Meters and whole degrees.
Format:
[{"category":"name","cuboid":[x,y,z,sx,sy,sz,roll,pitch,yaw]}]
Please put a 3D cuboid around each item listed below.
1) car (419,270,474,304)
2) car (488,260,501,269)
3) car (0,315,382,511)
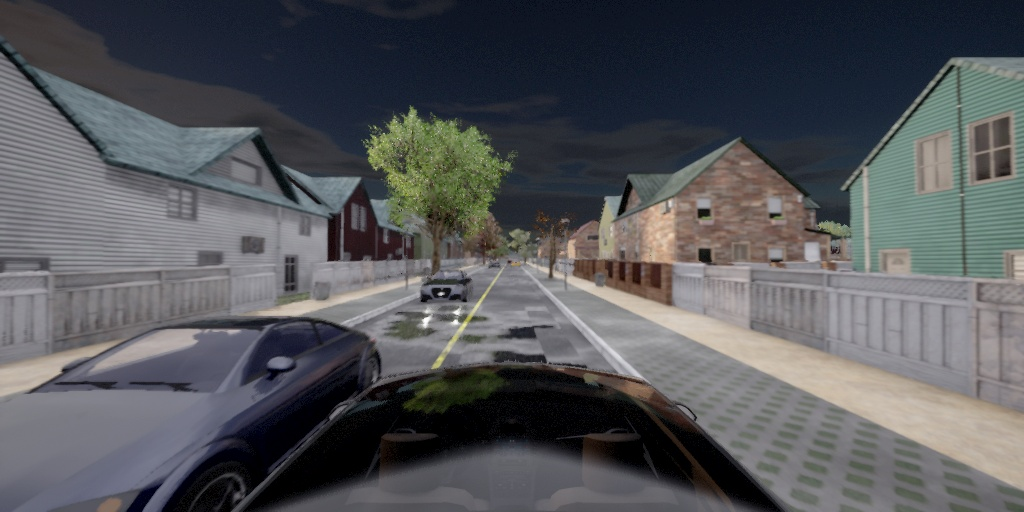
[{"category":"car","cuboid":[-2.871,1.343,16.560,1.994,1.385,4.181,0,0,0]},{"category":"car","cuboid":[-2.939,1.436,59.893,1.994,1.385,4.181,0,0,0]},{"category":"car","cuboid":[-2.850,1.322,3.474,1.994,1.385,4.181,0,0,0]}]
